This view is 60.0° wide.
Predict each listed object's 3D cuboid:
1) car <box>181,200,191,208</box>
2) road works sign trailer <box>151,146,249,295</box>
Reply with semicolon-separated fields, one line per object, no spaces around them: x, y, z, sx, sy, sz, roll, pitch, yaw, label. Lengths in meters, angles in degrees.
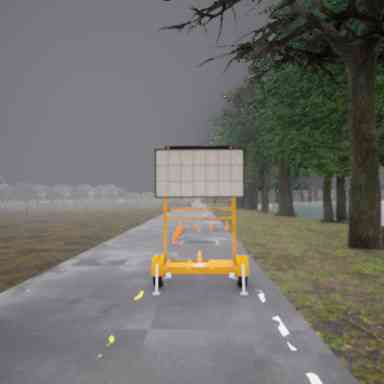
-1.270;2.459;72.435;2.097;1.767;4.553;0;-1;1;car
0.207;0.565;9.000;2.380;3.560;2.880;0;-1;1;road works sign trailer
